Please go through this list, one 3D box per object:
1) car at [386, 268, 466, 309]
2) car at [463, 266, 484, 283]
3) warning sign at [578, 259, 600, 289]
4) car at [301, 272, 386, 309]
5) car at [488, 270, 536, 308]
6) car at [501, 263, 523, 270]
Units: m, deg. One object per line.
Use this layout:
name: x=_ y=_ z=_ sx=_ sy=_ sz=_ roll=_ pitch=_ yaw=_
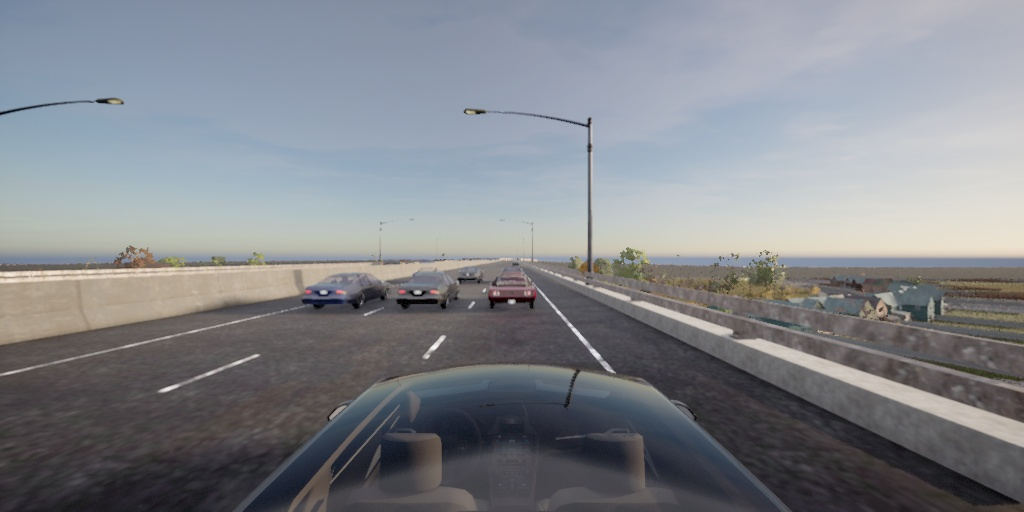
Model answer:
car: x=-3.502 y=1.428 z=15.836 sx=2.033 sy=1.411 sz=5.357 roll=0 pitch=-1 yaw=0
car: x=-3.505 y=1.567 z=30.836 sx=2.033 sy=1.411 sz=5.357 roll=0 pitch=-1 yaw=0
warning sign: x=4.546 y=1.047 z=21.235 sx=1.300 sy=1.860 sz=1.060 roll=0 pitch=0 yaw=0
car: x=-7.002 y=1.428 z=15.836 sx=2.033 sy=1.411 sz=5.357 roll=0 pitch=-1 yaw=0
car: x=-0.001 y=1.483 z=15.953 sx=1.895 sy=1.301 sz=4.718 roll=0 pitch=0 yaw=0
car: x=-0.001 y=1.588 z=31.157 sx=1.994 sy=1.385 sz=4.181 roll=0 pitch=0 yaw=0
